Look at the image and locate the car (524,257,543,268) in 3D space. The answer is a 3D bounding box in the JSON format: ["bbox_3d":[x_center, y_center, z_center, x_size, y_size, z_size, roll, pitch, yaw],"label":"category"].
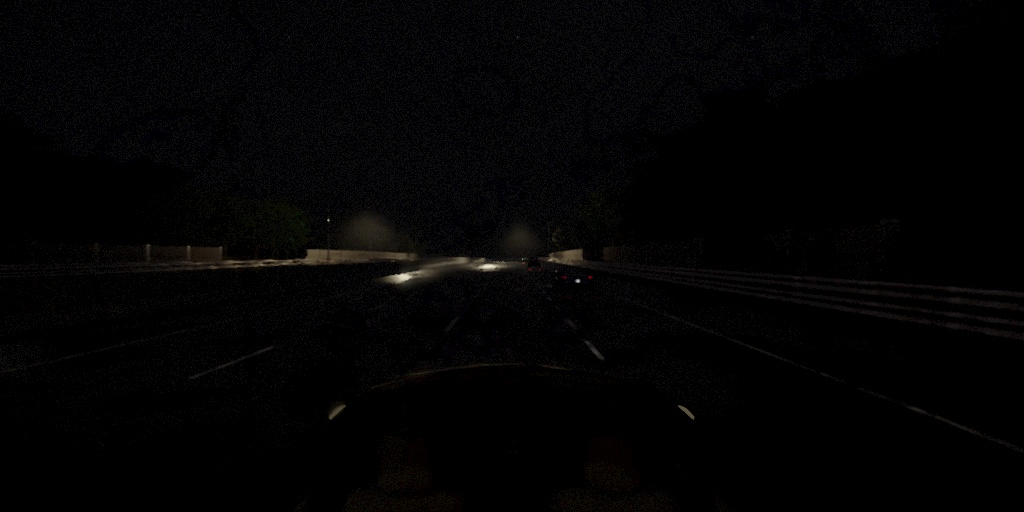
[{"bbox_3d":[3.484,0.936,58.413,2.097,1.767,4.553,0,0,0],"label":"car"}]

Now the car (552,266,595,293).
[{"bbox_3d":[3.494,1.291,21.022,1.994,1.385,4.181,0,0,0],"label":"car"}]
